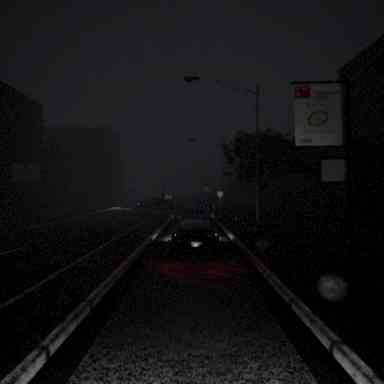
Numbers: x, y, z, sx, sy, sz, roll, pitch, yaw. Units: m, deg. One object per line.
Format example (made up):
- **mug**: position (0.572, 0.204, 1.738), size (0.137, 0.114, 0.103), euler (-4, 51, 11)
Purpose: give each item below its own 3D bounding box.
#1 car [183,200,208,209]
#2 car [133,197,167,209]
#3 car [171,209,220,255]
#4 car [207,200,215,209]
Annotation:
- **car**: position (0.201, 1.763, 29.854), size (1.882, 1.535, 5.008), euler (0, 0, 1)
- **car**: position (-5.889, 1.553, 46.964), size (4.892, 1.490, 1.837), euler (0, 0, -36)
- **car**: position (0.126, 1.634, 13.683), size (1.812, 1.442, 4.674), euler (0, -1, 0)
- **car**: position (1.602, 1.700, 44.291), size (1.895, 1.301, 4.718), euler (0, 1, -12)
